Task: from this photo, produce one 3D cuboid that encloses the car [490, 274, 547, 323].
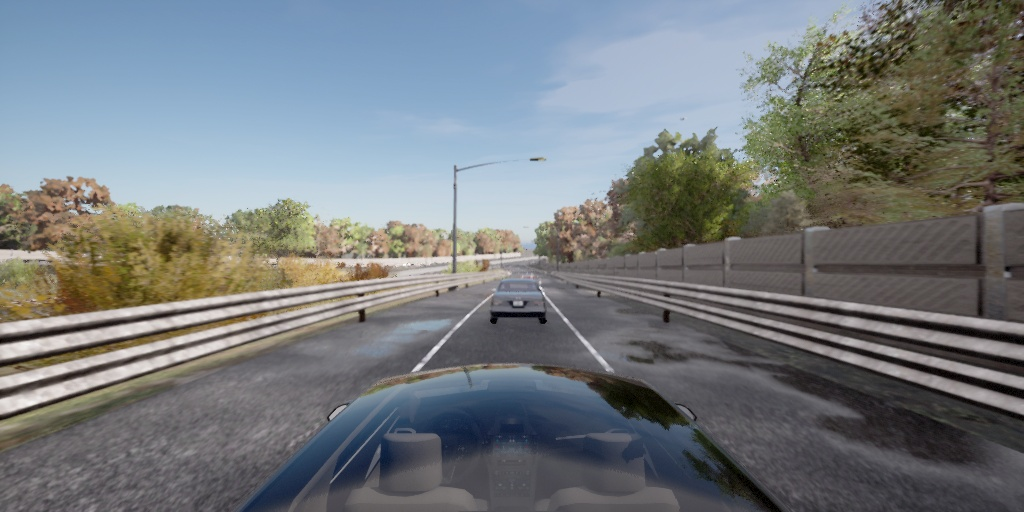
[{"bbox_3d":[0.239,1.522,13.112,2.033,1.411,5.357,0,-2,1],"label":"car"}]
